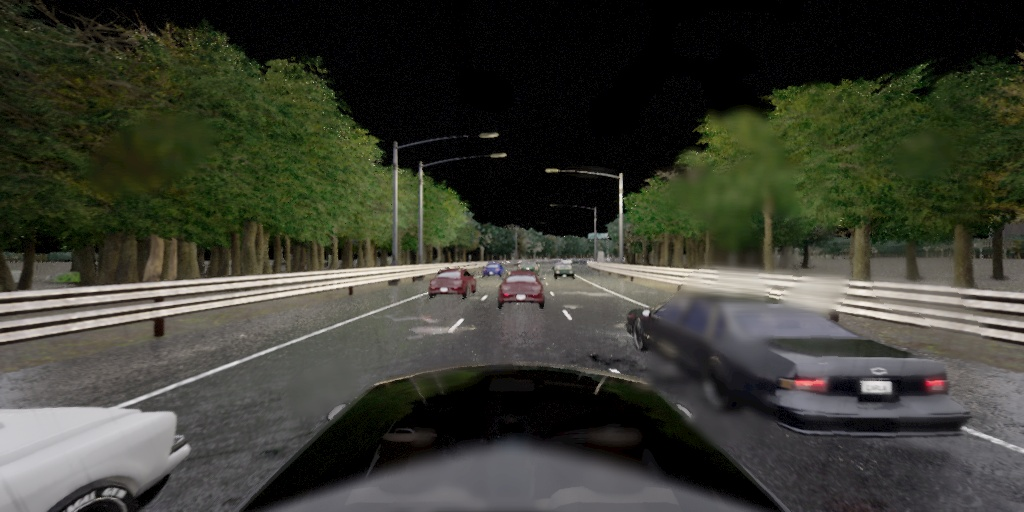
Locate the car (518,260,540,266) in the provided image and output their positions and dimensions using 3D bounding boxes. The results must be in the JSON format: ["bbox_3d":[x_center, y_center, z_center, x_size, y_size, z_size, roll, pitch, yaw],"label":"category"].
[{"bbox_3d":[1.706,1.281,35.892,2.097,1.767,4.553,0,0,5],"label":"car"}]

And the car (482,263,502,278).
[{"bbox_3d":[-1.781,1.456,36.384,1.812,1.442,4.674,0,0,5],"label":"car"}]

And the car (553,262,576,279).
[{"bbox_3d":[5.010,1.527,35.044,1.895,1.301,4.718,0,0,5],"label":"car"}]

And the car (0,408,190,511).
[{"bbox_3d":[-3.379,1.343,0.543,1.895,1.301,4.718,0,0,0],"label":"car"}]

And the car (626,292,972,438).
[{"bbox_3d":[3.542,1.321,5.962,2.033,1.411,5.357,0,0,1],"label":"car"}]

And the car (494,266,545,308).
[{"bbox_3d":[0.412,1.348,15.434,1.812,1.442,4.674,0,0,2],"label":"car"}]

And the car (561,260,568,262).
[{"bbox_3d":[7.465,1.593,56.409,1.994,1.385,4.181,0,0,8],"label":"car"}]

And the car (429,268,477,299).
[{"bbox_3d":[-2.962,1.362,18.479,1.812,1.442,4.674,0,0,2],"label":"car"}]
